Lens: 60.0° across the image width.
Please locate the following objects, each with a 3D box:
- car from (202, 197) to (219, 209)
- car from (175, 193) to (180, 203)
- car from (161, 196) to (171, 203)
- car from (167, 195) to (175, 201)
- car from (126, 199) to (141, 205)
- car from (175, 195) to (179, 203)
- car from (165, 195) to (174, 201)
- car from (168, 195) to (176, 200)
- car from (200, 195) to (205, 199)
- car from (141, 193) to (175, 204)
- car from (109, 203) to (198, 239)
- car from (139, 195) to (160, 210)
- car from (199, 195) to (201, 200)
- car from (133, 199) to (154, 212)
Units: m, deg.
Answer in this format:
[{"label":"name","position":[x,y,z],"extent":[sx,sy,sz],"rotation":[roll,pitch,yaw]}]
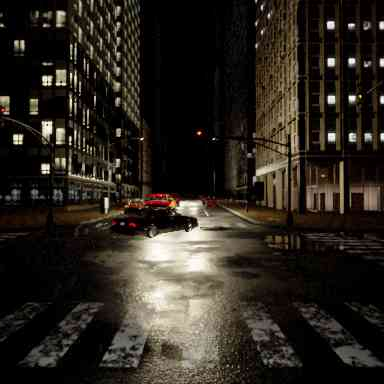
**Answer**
[{"label":"car","position":[2.749,1.599,44.960],"extent":[1.802,1.307,4.206],"rotation":[1,0,0]},{"label":"car","position":[-3.037,1.241,52.012],"extent":[2.150,2.045,5.566],"rotation":[0,0,0]},{"label":"car","position":[-5.601,1.573,72.782],"extent":[1.887,1.381,4.507],"rotation":[1,0,0]},{"label":"car","position":[-5.584,1.587,89.508],"extent":[2.008,1.369,4.403],"rotation":[1,0,0]},{"label":"car","position":[-5.639,1.453,33.757],"extent":[1.967,1.590,4.097],"rotation":[1,0,0]},{"label":"car","position":[-3.055,1.493,41.514],"extent":[1.882,1.535,5.008],"rotation":[0,0,0]},{"label":"car","position":[-5.590,1.578,83.933],"extent":[1.887,1.381,4.507],"rotation":[1,0,0]},{"label":"car","position":[-5.579,1.604,95.083],"extent":[1.947,1.339,4.313],"rotation":[1,0,0]},{"label":"car","position":[2.763,1.547,56.286],"extent":[1.752,1.417,4.829],"rotation":[1,0,0]},{"label":"car","position":[-3.062,1.233,31.086],"extent":[2.150,2.045,5.566],"rotation":[0,0,0]},{"label":"car","position":[-1.837,1.554,17.672],"extent":[2.033,1.411,5.357],"rotation":[0,0,36]},{"label":"car","position":[-5.625,1.332,44.907],"extent":[2.192,1.841,5.009],"rotation":[1,0,0]},{"label":"car","position":[2.767,1.590,61.693],"extent":[1.947,1.339,4.313],"rotation":[1,0,0]},{"label":"car","position":[-5.637,1.597,39.332],"extent":[1.802,1.307,4.206],"rotation":[1,0,0]}]
